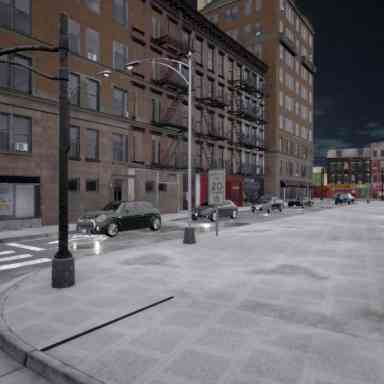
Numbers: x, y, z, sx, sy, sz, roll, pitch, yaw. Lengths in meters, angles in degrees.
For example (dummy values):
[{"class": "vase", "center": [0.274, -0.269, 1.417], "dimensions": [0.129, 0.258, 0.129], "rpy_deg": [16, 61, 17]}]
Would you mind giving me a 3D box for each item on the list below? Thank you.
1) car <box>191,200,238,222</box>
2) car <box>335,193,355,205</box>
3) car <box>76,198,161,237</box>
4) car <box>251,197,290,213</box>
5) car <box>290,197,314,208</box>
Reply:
[{"class": "car", "center": [1.706, 1.304, 24.781], "dimensions": [1.837, 1.490, 4.892], "rpy_deg": [0, 1, 36]}, {"class": "car", "center": [22.840, 0.954, 49.563], "dimensions": [2.097, 1.767, 4.553], "rpy_deg": [0, 1, 36]}, {"class": "car", "center": [-3.699, 1.218, 17.308], "dimensions": [2.097, 1.767, 4.553], "rpy_deg": [0, 1, 37]}, {"class": "car", "center": [7.525, 1.222, 32.869], "dimensions": [2.128, 1.511, 4.902], "rpy_deg": [0, 1, 36]}, {"class": "car", "center": [13.396, 1.268, 40.970], "dimensions": [1.895, 1.301, 4.718], "rpy_deg": [0, 1, 36]}]
